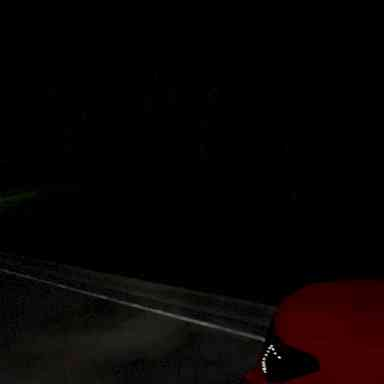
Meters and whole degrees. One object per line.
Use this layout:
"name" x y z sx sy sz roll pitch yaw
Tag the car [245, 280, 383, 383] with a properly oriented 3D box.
"car" 3.084 1.218 1.794 5.566 2.045 2.150 -1 -1 35
